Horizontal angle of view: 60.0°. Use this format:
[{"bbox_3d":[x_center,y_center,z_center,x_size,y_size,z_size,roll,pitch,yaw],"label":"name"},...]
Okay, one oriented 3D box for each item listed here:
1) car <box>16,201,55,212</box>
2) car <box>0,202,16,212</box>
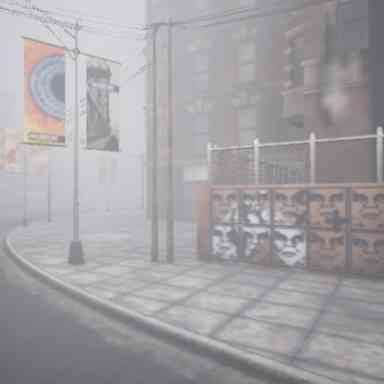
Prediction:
[{"bbox_3d":[-20.884,1.923,45.275,1.812,1.442,4.674,-1,-1,24],"label":"car"},{"bbox_3d":[-24.327,2.011,46.139,1.895,1.301,4.718,0,-1,23],"label":"car"}]
